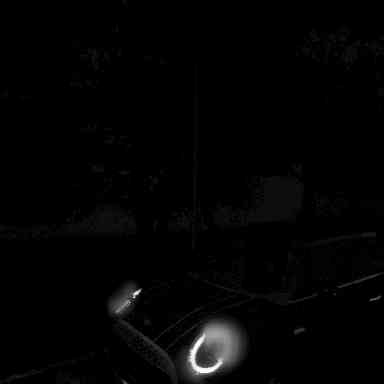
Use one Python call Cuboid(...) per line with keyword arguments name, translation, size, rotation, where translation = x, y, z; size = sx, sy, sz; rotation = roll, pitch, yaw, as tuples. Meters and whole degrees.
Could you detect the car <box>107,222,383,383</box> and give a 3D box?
Cuboid(name="car", translation=(1.220, 1.359, 4.554), size=(4.553, 1.767, 2.097), rotation=(0, 0, -36))
